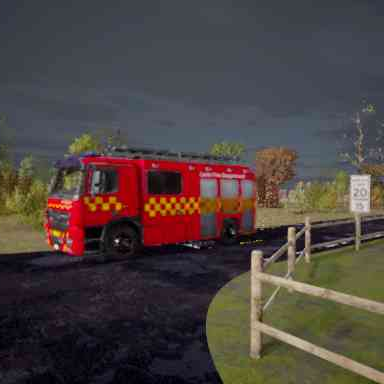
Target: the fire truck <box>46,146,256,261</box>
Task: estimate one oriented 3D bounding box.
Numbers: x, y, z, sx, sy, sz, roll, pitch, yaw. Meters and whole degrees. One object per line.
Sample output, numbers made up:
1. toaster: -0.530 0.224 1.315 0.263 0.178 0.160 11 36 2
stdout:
1. fire truck: -1.142 0.316 13.455 8.468 3.827 2.891 0 1 -40
